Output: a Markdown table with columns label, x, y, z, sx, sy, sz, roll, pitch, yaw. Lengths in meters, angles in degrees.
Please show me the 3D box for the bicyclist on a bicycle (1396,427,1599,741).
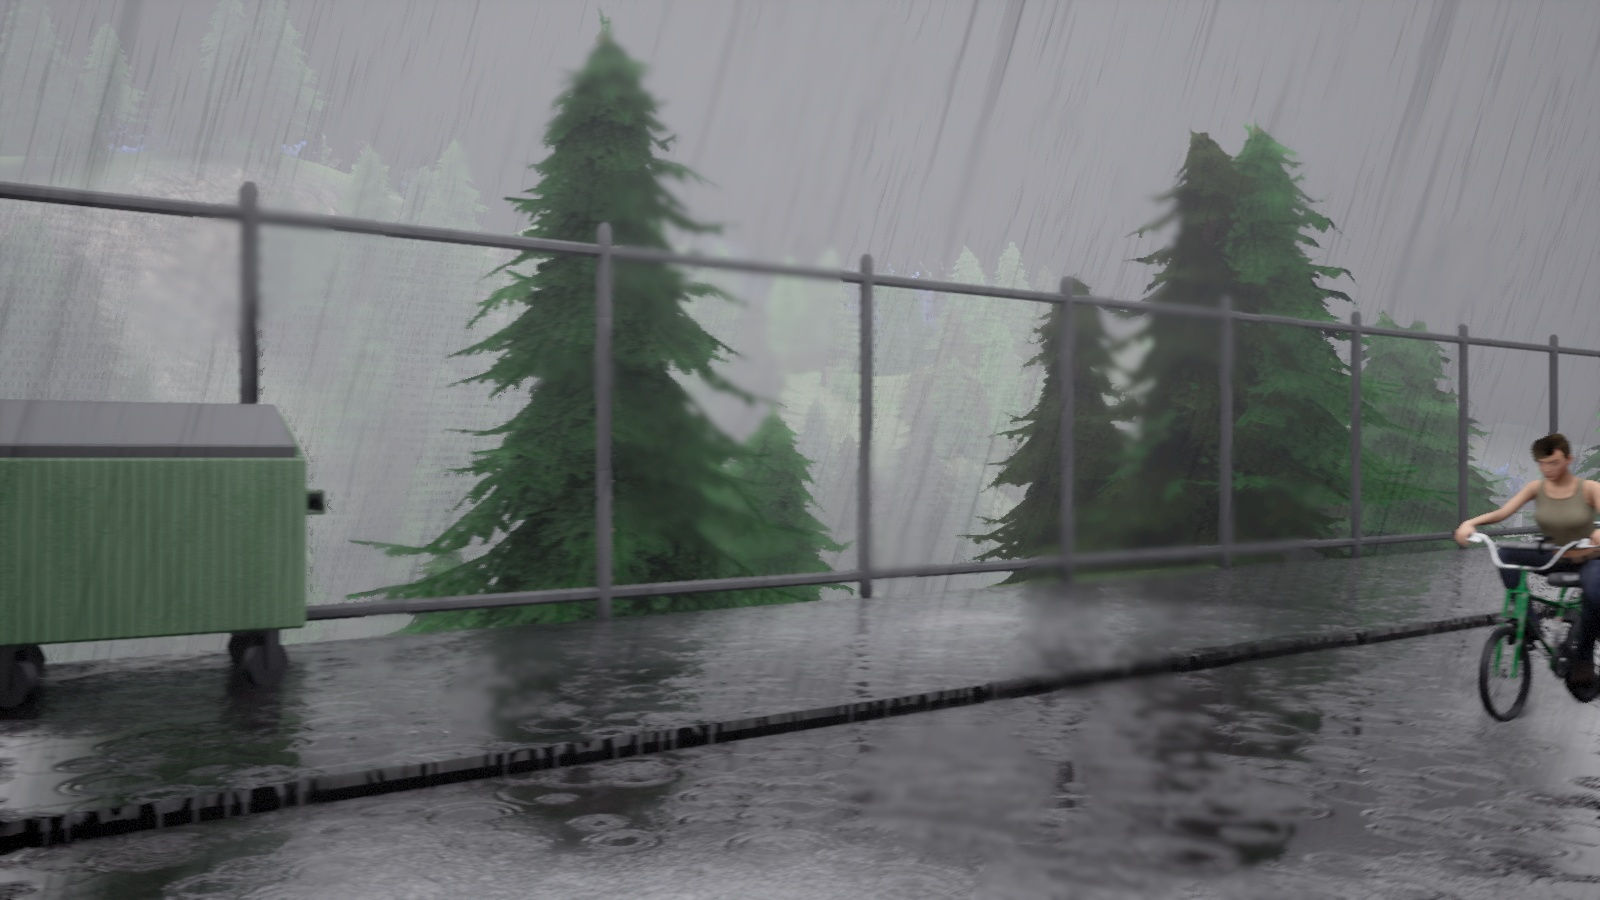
| label | x | y | z | sx | sy | sz | roll | pitch | yaw |
| --- | --- | --- | --- | --- | --- | --- | --- | --- | --- |
| bicyclist on a bicycle | 4.270 | 0.690 | 7.234 | 1.509 | 1.612 | 0.866 | 0 | 0 | -35 |
